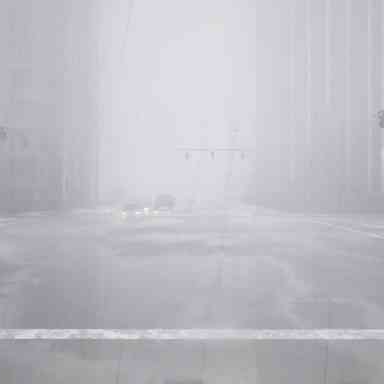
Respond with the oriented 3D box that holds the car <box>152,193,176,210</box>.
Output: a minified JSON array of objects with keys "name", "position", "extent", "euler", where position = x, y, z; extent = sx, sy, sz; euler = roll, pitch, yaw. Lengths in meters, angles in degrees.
[{"name":"car","position":[-3.655,1.221,44.304],"extent":[2.150,2.045,5.566],"euler":[0,0,0]}]

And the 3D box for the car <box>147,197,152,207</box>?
[{"name":"car","position":[-7.152,1.491,50.696],"extent":[2.128,1.511,4.902],"euler":[0,0,0]}]

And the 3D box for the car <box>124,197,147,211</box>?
[{"name":"car","position":[-7.151,1.478,41.209],"extent":[1.882,1.535,5.008],"euler":[0,0,0]}]

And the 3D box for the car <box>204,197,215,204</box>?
[{"name":"car","position":[3.417,1.601,64.963],"extent":[1.895,1.301,4.718],"euler":[0,0,0]}]

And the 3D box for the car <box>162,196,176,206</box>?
[{"name":"car","position":[-3.649,1.478,54.300],"extent":[1.882,1.535,5.008],"euler":[0,0,0]}]

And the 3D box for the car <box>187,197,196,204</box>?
[{"name":"car","position":[-0.083,1.601,65.498],"extent":[1.895,1.301,4.718],"euler":[0,0,0]}]
